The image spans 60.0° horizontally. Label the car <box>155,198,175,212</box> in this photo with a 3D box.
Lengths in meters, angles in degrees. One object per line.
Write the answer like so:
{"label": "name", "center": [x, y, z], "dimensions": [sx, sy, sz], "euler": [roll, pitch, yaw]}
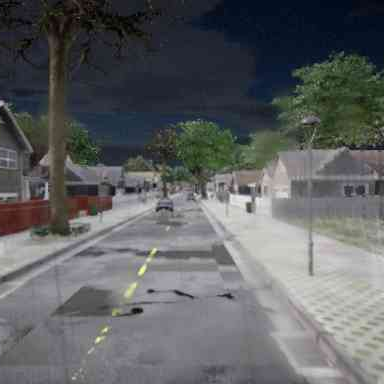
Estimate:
{"label": "car", "center": [-2.878, 1.395, 36.365], "dimensions": [2.033, 1.411, 5.357], "euler": [0, 0, 0]}

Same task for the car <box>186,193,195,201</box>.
{"label": "car", "center": [-0.256, 1.167, 70.964], "dimensions": [2.033, 1.411, 5.357], "euler": [0, 0, 0]}

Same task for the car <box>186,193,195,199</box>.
{"label": "car", "center": [-0.295, 1.002, 81.381], "dimensions": [2.033, 1.411, 5.357], "euler": [0, 0, 0]}
